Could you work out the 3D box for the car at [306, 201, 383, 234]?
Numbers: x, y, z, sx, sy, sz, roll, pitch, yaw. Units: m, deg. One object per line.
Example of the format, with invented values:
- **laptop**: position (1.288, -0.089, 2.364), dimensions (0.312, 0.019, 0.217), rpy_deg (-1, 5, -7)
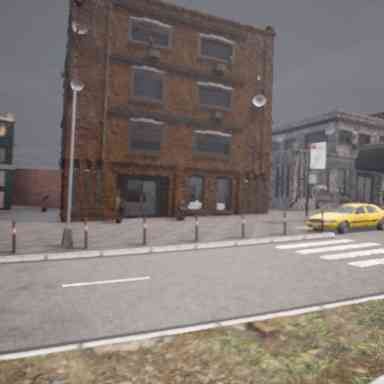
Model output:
- **car**: position (8.633, 1.303, 17.993), dimensions (5.366, 1.575, 1.946), rpy_deg (-1, 0, -26)
